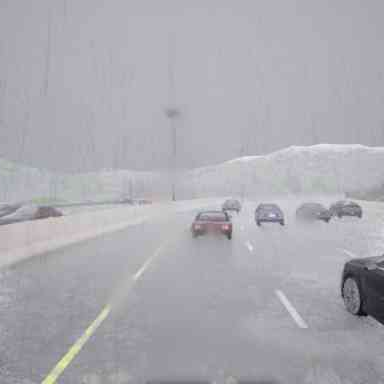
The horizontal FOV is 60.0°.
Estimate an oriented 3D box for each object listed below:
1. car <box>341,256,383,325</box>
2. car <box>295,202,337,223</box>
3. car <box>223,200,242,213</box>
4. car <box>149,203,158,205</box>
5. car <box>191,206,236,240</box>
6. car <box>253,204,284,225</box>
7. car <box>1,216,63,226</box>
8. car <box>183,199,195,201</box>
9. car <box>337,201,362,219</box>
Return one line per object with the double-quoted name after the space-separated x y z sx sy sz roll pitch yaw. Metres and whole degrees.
3.761 1.500 4.548 2.128 1.511 4.902 0 0 1 "car"
9.336 1.569 25.907 2.033 1.411 5.357 0 0 9 "car"
4.553 1.558 37.847 2.033 1.411 5.357 0 0 13 "car"
-7.793 1.336 59.098 2.097 1.767 4.553 0 0 18 "car"
1.112 1.604 17.121 1.895 1.301 4.718 0 0 6 "car"
5.482 1.560 23.937 2.033 1.411 5.357 0 0 8 "car"
-9.359 1.505 19.540 1.812 1.442 4.674 0 0 7 "car"
-0.210 1.506 59.724 1.837 1.490 4.892 0 0 20 "car"
13.589 1.522 29.631 2.128 1.511 4.902 0 0 11 "car"
